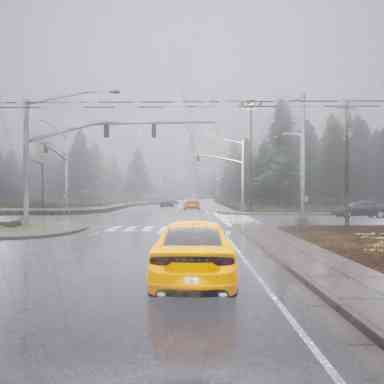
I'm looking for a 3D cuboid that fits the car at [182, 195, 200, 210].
[{"bbox_3d":[-0.011,1.478,42.262,1.882,1.535,5.008,0,0,0],"label":"car"}]

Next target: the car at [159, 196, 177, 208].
[{"bbox_3d":[-3.607,1.601,48.175,1.895,1.301,4.718,0,0,0],"label":"car"}]

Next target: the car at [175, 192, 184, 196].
[{"bbox_3d":[-3.099,1.015,77.093,2.150,2.045,5.566,0,0,2],"label":"car"}]

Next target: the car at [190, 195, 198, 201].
[{"bbox_3d":[0.641,1.442,83.215,1.837,1.490,4.892,0,0,2],"label":"car"}]

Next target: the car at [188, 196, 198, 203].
[{"bbox_3d":[0.250,1.537,72.823,2.033,1.411,5.357,0,0,2],"label":"car"}]

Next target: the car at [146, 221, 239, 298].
[{"bbox_3d":[0.043,1.474,8.599,1.882,1.535,5.008,0,0,1],"label":"car"}]

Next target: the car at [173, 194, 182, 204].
[{"bbox_3d":[-3.528,1.547,61.425,2.033,1.411,5.357,0,0,1],"label":"car"}]

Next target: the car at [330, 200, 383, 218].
[{"bbox_3d":[14.890,1.531,29.587,4.892,1.490,1.837,0,0,1],"label":"car"}]
